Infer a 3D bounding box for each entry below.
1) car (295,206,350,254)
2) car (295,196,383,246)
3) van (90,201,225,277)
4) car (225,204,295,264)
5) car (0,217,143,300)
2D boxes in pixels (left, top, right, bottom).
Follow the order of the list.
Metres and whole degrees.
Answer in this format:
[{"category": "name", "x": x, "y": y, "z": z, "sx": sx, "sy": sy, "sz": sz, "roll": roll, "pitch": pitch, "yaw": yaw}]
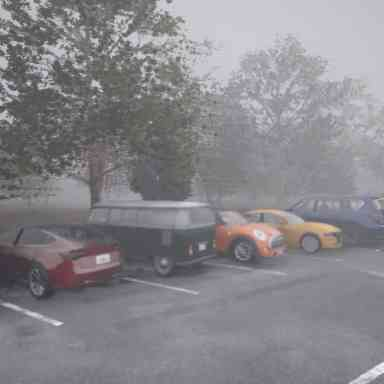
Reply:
[{"category": "car", "x": 3.431, "y": 1.482, "z": 13.626, "sx": 5.008, "sy": 1.535, "sz": 2.097, "roll": -1, "pitch": -1, "yaw": 34}, {"category": "car", "x": 5.816, "y": 1.226, "z": 15.353, "sx": 5.566, "sy": 2.045, "sz": 2.435, "roll": -1, "pitch": 0, "yaw": 34}, {"category": "van", "x": -1.492, "y": 1.262, "z": 10.242, "sx": 4.442, "sy": 1.987, "sz": 1.878, "roll": -1, "pitch": 0, "yaw": 35}, {"category": "car", "x": 0.996, "y": 1.360, "z": 11.918, "sx": 4.553, "sy": 1.767, "sz": 2.185, "roll": -1, "pitch": -1, "yaw": 35}, {"category": "car", "x": -3.830, "y": 1.516, "z": 8.476, "sx": 4.792, "sy": 1.488, "sz": 2.163, "roll": -1, "pitch": -1, "yaw": 34}]
